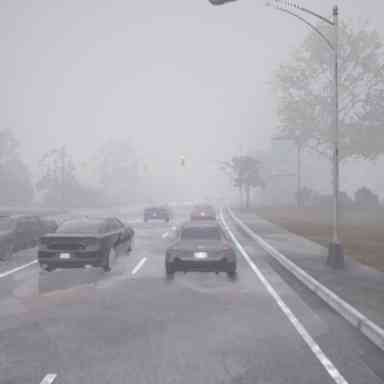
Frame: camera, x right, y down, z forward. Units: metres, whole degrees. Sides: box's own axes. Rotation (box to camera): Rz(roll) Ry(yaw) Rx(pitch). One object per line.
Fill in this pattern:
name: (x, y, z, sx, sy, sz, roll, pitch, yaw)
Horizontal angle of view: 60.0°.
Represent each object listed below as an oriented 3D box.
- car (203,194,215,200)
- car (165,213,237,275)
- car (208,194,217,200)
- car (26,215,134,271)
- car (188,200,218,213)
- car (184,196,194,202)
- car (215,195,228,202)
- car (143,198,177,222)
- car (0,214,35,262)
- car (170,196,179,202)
car: (3.955, 1.637, 84.823, 1.882, 1.535, 5.008, 0, 0, 10)
car: (0.267, 1.585, 10.512, 1.994, 1.385, 4.181, 0, 0, 1)
car: (5.841, 1.392, 94.987, 2.097, 1.767, 4.553, 0, 0, 12)
car: (-3.218, 1.498, 11.058, 1.882, 1.535, 5.008, 0, 0, 1)
car: (0.911, 1.615, 26.717, 1.994, 1.385, 4.181, 0, 0, 3)
car: (-0.760, 1.676, 77.838, 2.128, 1.511, 4.902, 0, 0, 9)
car: (7.482, 1.640, 84.670, 1.882, 1.535, 5.008, 0, 0, 10)
car: (-2.600, 1.529, 26.626, 1.882, 1.535, 5.008, 0, 0, 3)
car: (-6.899, 1.570, 12.515, 2.033, 1.411, 5.357, 0, 0, 2)
car: (-4.204, 1.676, 78.467, 2.128, 1.511, 4.902, 0, 0, 9)
